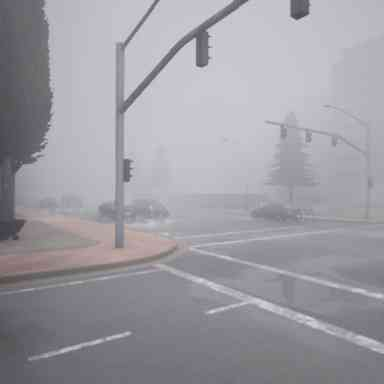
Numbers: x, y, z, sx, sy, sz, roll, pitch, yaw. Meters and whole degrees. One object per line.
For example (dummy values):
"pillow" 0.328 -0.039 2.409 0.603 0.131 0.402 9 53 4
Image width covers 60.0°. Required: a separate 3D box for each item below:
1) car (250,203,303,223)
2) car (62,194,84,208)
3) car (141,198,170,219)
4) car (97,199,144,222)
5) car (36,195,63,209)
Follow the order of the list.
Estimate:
"car" 6.710 1.613 26.636 1.812 1.442 4.674 -1 0 -31
"car" -18.051 1.273 49.888 2.150 2.045 5.566 0 0 -35
"car" -3.907 1.402 30.040 2.097 1.767 4.553 0 0 -36
"car" -6.196 1.529 27.222 2.128 1.511 4.902 0 0 -36
"car" -19.999 1.544 46.574 1.837 1.490 4.892 0 -1 -35
